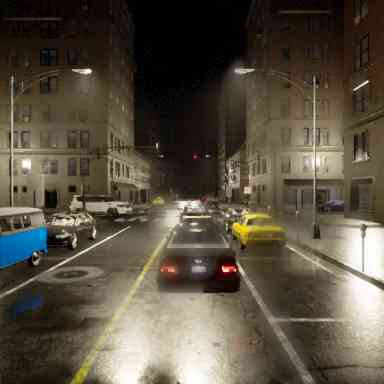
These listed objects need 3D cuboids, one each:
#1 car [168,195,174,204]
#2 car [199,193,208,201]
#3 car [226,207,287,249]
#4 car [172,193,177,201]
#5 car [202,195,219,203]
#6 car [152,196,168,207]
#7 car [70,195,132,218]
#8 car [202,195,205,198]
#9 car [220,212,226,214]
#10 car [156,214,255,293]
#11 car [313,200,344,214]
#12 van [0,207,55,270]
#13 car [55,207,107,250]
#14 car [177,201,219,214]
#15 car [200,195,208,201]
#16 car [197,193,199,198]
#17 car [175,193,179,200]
[{"bbox_3d":[-5.118,1.561,63.470,1.947,1.339,4.313,0,0,0],"label":"car"},{"bbox_3d":[2.931,1.434,69.120,1.967,1.590,4.097,0,0,0],"label":"car"},{"bbox_3d":[2.703,1.525,14.281,1.752,1.417,4.829,0,0,0],"label":"car"},{"bbox_3d":[-5.069,1.542,74.832,2.008,1.369,4.403,0,0,0],"label":"car"},{"bbox_3d":[2.834,1.549,46.393,2.008,1.369,4.403,0,0,0],"label":"car"},{"bbox_3d":[-5.168,1.523,51.938,1.752,1.417,4.829,0,0,0],"label":"car"},{"bbox_3d":[-8.287,1.254,30.208,5.566,2.045,2.150,-1,0,14],"label":"car"},{"bbox_3d":[2.858,1.579,52.074,1.802,1.307,4.206,0,0,0],"label":"car"},{"bbox_3d":[2.720,1.550,19.517,2.008,1.369,4.403,0,0,0],"label":"car"},{"bbox_3d":[0.136,1.547,8.970,2.033,1.411,5.357,0,0,0],"label":"car"},{"bbox_3d":[14.660,1.473,34.106,4.181,1.385,1.994,0,0,0],"label":"car"},{"bbox_3d":[-5.357,1.341,8.738,1.690,1.788,3.998,0,0,0],"label":"van"},{"bbox_3d":[-5.332,1.550,14.145,2.008,1.369,4.403,0,0,0],"label":"car"},{"bbox_3d":[0.192,1.491,19.416,2.128,1.511,4.902,0,0,-2],"label":"car"},{"bbox_3d":[3.004,1.554,86.165,1.947,1.339,4.313,0,0,0],"label":"car"},{"bbox_3d":[2.980,1.305,80.483,2.192,1.841,5.009,0,0,0],"label":"car"},{"bbox_3d":[-5.021,1.428,86.194,1.967,1.590,4.097,0,0,0],"label":"car"}]
